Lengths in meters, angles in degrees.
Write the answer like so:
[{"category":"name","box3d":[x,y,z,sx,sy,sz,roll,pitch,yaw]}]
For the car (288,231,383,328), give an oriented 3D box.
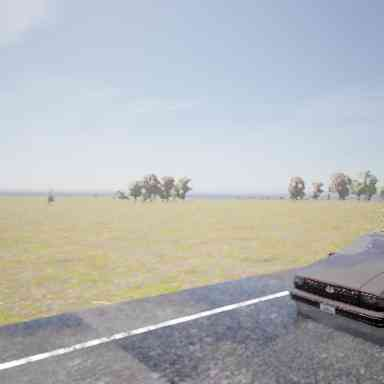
[{"category":"car","box3d":[4.460,1.587,7.114,5.357,1.411,2.033,0,0,-35]}]
